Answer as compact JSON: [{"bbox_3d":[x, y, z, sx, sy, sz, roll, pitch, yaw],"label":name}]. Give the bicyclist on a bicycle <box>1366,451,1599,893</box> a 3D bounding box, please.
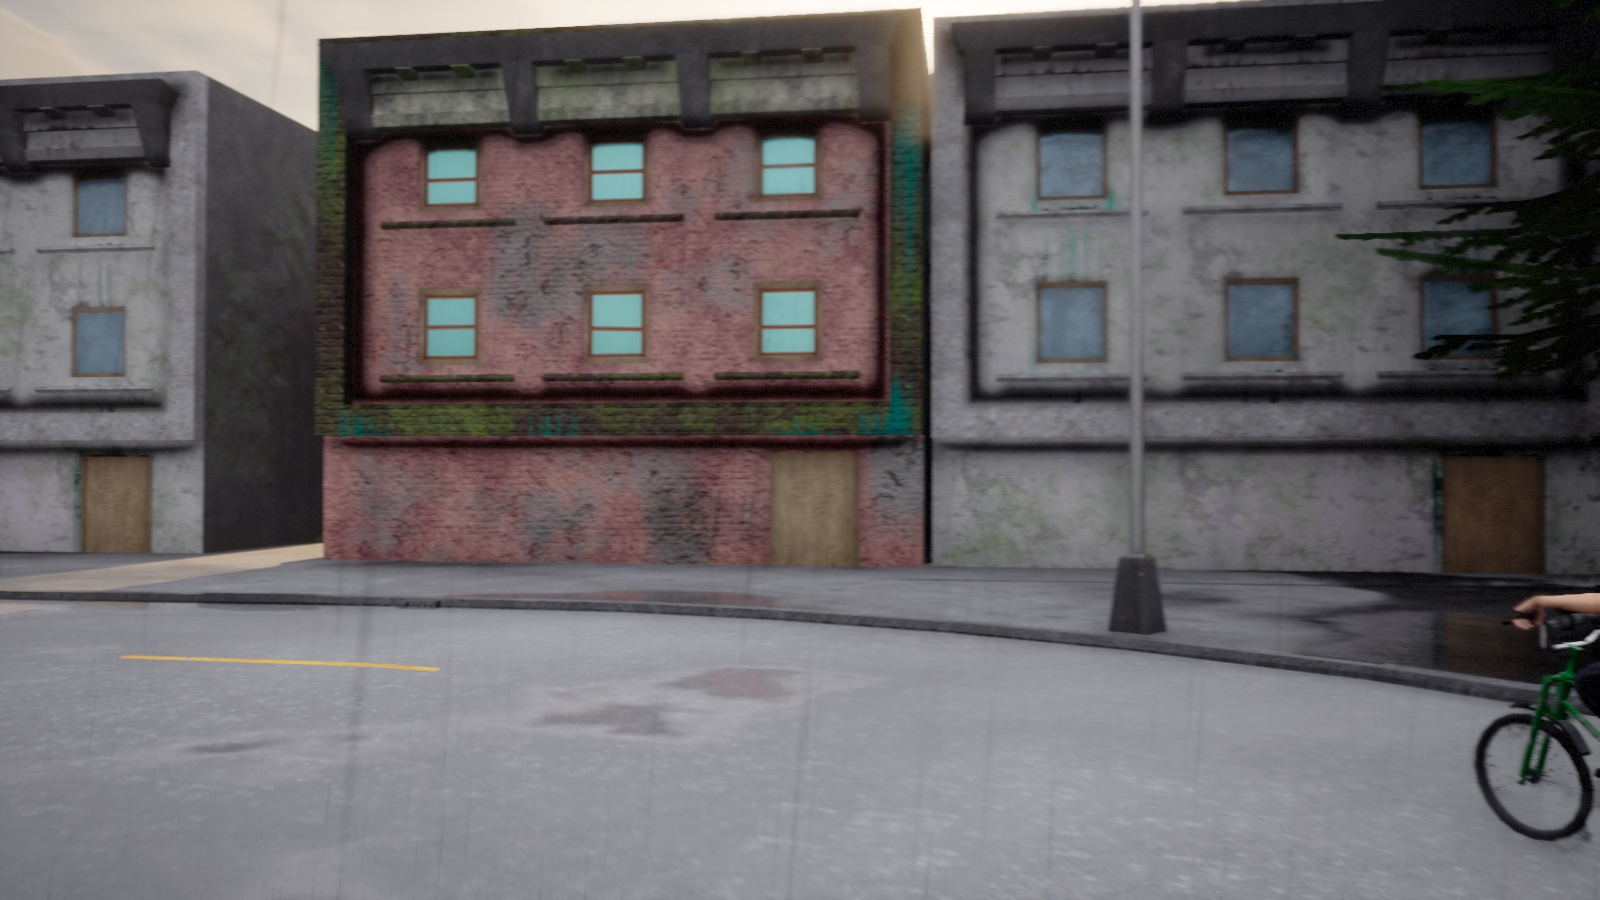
[{"bbox_3d":[3.222,0.817,5.043,0.866,1.612,1.509,-2,0,-21],"label":"bicyclist on a bicycle"}]
